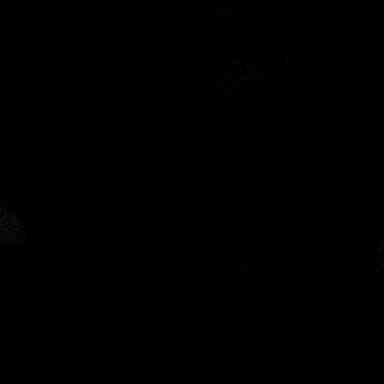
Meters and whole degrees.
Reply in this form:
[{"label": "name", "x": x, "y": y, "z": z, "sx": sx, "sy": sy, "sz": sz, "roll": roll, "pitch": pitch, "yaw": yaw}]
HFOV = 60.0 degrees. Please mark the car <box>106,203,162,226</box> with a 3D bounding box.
[{"label": "car", "x": -4.822, "y": 1.779, "z": 27.291, "sx": 4.553, "sy": 1.767, "sz": 2.097, "roll": -1, "pitch": -1, "yaw": 22}]
